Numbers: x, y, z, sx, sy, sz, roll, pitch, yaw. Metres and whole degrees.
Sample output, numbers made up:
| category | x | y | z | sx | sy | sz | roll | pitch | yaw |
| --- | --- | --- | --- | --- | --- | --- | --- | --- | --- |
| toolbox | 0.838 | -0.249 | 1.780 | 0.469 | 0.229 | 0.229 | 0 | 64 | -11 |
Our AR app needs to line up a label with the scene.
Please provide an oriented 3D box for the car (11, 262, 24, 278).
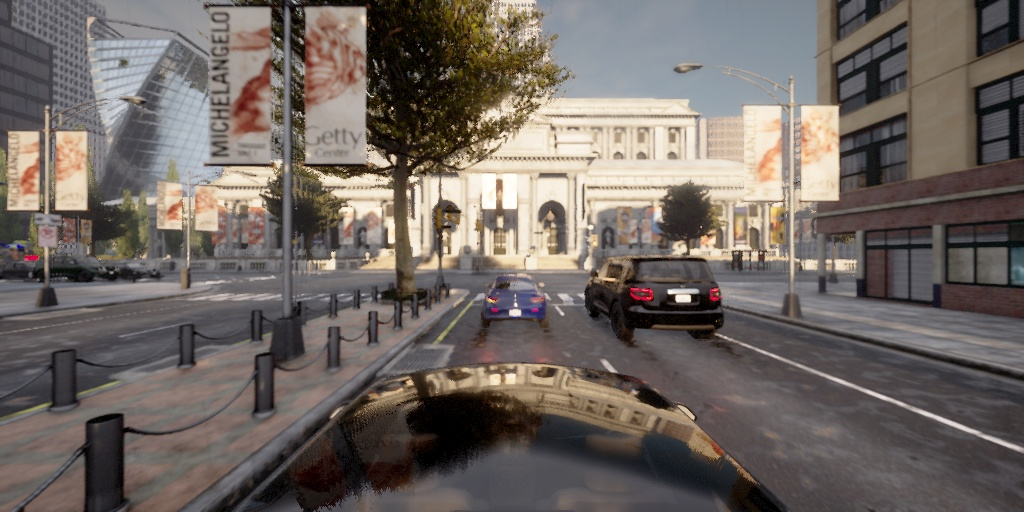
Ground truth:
| category | x | y | z | sx | sy | sz | roll | pitch | yaw |
| --- | --- | --- | --- | --- | --- | --- | --- | --- | --- |
| car | -44.499 | 1.305 | 32.957 | 4.892 | 1.490 | 1.837 | 0 | 0 | -1 |

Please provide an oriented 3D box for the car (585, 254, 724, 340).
| category | x | y | z | sx | sy | sz | roll | pitch | yaw |
| --- | --- | --- | --- | --- | --- | --- | --- | --- | --- |
| car | 3.587 | 0.986 | 10.139 | 2.150 | 2.045 | 5.566 | 0 | 0 | 1 |

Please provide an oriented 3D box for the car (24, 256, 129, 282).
| category | x | y | z | sx | sy | sz | roll | pitch | yaw |
| --- | --- | --- | --- | --- | --- | --- | --- | --- | --- |
| car | -35.712 | 1.017 | 29.526 | 5.566 | 2.045 | 2.150 | 0 | 0 | 0 |

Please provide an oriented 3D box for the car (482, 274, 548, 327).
| category | x | y | z | sx | sy | sz | roll | pitch | yaw |
| --- | --- | --- | --- | --- | --- | --- | --- | --- | --- |
| car | 0.083 | 1.292 | 11.451 | 1.812 | 1.442 | 4.674 | 0 | 0 | 0 |

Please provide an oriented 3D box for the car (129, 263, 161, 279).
| category | x | y | z | sx | sy | sz | roll | pitch | yaw |
| --- | --- | --- | --- | --- | --- | --- | --- | --- | --- |
| car | -35.246 | 1.327 | 33.010 | 4.674 | 1.442 | 1.812 | 0 | 0 | 0 |

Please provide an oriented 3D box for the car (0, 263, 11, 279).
| category | x | y | z | sx | sy | sz | roll | pitch | yaw |
| --- | --- | --- | --- | --- | --- | --- | --- | --- | --- |
| car | -45.123 | 1.146 | 29.433 | 4.553 | 1.767 | 2.097 | 0 | 0 | -2 |
